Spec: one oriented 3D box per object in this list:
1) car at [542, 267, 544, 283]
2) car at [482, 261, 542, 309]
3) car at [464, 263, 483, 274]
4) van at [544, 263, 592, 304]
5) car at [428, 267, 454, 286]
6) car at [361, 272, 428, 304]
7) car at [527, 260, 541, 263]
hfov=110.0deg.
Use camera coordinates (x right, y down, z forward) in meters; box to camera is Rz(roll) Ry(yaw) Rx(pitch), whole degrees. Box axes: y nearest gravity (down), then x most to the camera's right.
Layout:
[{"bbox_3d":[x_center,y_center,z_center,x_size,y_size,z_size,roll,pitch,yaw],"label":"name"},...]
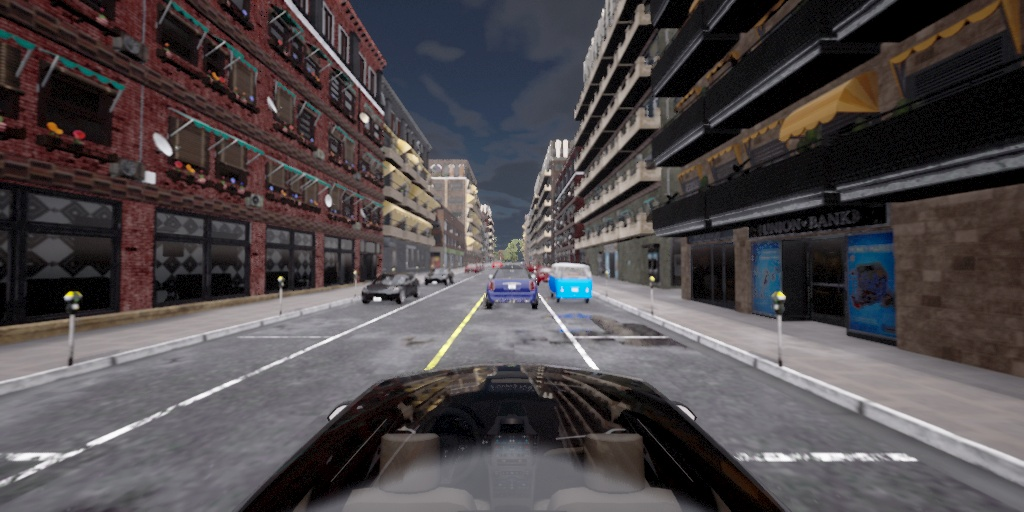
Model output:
[{"bbox_3d":[2.701,1.554,28.408,1.888,1.381,4.507,0,0,0],"label":"car"},{"bbox_3d":[0.006,1.238,15.942,2.097,1.767,4.553,0,-1,0],"label":"car"},{"bbox_3d":[-5.673,1.773,50.735,1.888,1.381,4.507,0,0,0],"label":"car"},{"bbox_3d":[2.696,1.242,17.268,1.690,1.789,3.998,0,0,0],"label":"van"},{"bbox_3d":[-5.680,1.576,28.451,1.948,1.339,4.313,0,0,0],"label":"car"},{"bbox_3d":[-5.684,1.467,17.310,1.948,1.339,4.313,0,0,0],"label":"car"},{"bbox_3d":[2.706,1.487,45.121,2.192,1.841,5.009,0,0,0],"label":"car"}]
